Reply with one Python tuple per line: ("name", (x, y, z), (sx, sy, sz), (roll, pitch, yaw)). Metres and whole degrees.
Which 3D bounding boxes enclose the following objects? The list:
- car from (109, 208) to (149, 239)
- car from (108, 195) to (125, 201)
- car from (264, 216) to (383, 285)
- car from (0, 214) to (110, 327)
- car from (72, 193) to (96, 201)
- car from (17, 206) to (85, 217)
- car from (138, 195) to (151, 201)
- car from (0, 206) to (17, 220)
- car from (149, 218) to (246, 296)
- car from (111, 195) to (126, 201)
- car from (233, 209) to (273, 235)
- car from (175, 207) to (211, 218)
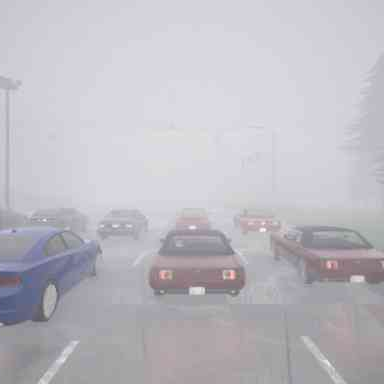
("car", (-3.432, 1.554, 17.312), (2.033, 1.411, 5.357), (0, 0, 0))
("car", (-19.202, 1.568, 83.066), (2.033, 1.411, 5.357), (0, 0, -37))
("car", (3.593, 1.604, 9.451), (1.895, 1.301, 4.718), (0, 0, 0))
("car", (-3.406, 1.480, 7.197), (1.882, 1.535, 5.008), (0, 0, 0))
("car", (-28.796, 1.256, 88.616), (5.566, 2.045, 2.150), (0, 0, 39))
("car", (-6.941, 1.512, 17.546), (1.837, 1.490, 4.892), (0, 0, -1))
("car", (-12.077, 1.553, 84.936), (1.812, 1.442, 4.674), (0, 0, -34))
("car", (-10.442, 1.498, 17.522), (2.128, 1.511, 4.902), (0, 0, -1))
("car", (0.092, 1.604, 8.593), (1.895, 1.301, 4.718), (0, 0, 0))
("car", (-19.684, 1.531, 89.368), (1.837, 1.490, 4.892), (0, 0, -41))
("car", (3.533, 1.608, 18.961), (1.895, 1.301, 4.718), (0, 0, -1))
("car", (0.050, 1.532, 18.203), (1.812, 1.442, 4.674), (0, 0, 0))
